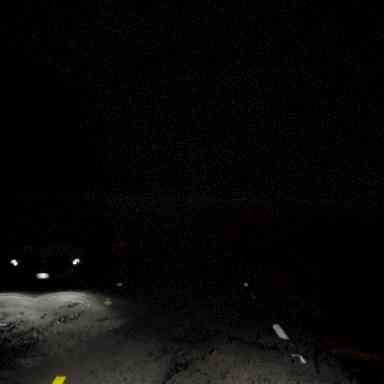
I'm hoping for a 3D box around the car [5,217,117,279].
[{"bbox_3d":[-3.524,1.490,10.150,2.033,1.411,5.357,0,0,-4],"label":"car"}]
